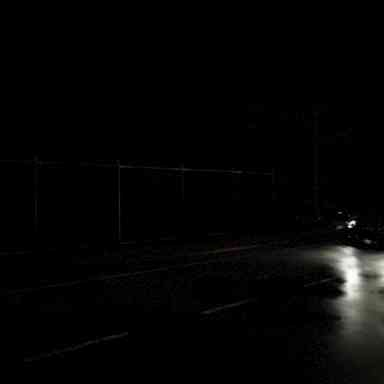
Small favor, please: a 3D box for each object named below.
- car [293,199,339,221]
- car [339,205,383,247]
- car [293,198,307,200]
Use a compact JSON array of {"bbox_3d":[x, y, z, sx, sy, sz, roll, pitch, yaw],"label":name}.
[{"bbox_3d":[10.940,1.581,27.741,1.812,1.442,4.674,0,0,-31],"label":"car"},{"bbox_3d":[8.628,1.351,14.406,4.553,1.767,2.097,0,0,-39],"label":"car"},{"bbox_3d":[11.298,1.407,33.564,2.097,1.767,4.553,0,0,-36],"label":"car"}]
